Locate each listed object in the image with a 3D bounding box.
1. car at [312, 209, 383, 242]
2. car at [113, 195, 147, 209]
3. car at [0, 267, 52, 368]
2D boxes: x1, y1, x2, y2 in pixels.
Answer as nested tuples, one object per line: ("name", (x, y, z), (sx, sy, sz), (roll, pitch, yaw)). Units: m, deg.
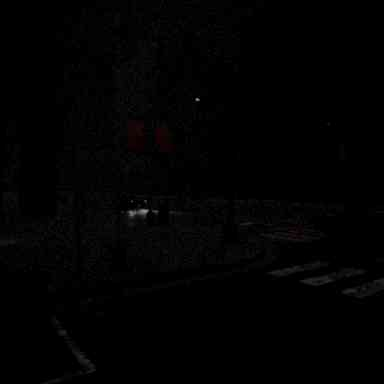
("car", (7.706, 1.443, 14.272), (1.895, 1.301, 4.718), (1, 2, -35))
("car", (-6.408, 0.944, 34.175), (1.895, 1.301, 4.718), (0, 1, -35))
("car", (-3.986, 1.558, 3.803), (4.403, 1.369, 2.008), (0, 0, -36))
